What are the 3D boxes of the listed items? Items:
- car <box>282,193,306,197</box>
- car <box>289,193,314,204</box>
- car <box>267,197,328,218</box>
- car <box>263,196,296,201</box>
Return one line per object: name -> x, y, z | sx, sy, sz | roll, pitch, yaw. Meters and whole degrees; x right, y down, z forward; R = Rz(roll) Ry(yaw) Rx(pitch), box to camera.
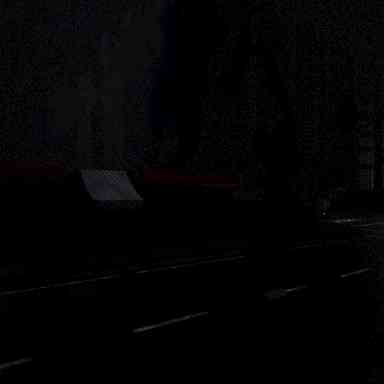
car -> 17.114, 1.114, 57.705 | 1.905, 1.878, 3.866 | 0, 0, -36
car -> 19.507, 1.114, 59.415 | 1.905, 1.878, 3.866 | 0, 0, -36
car -> 9.101, 1.449, 28.366 | 1.837, 1.490, 4.892 | 0, 0, -36
car -> 9.051, 1.445, 34.419 | 1.837, 1.490, 4.892 | 0, 1, -36
